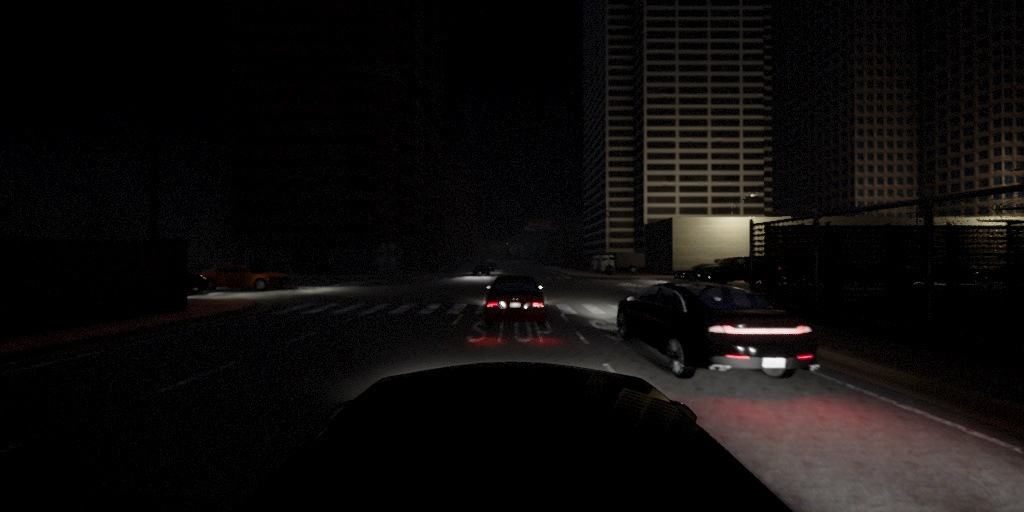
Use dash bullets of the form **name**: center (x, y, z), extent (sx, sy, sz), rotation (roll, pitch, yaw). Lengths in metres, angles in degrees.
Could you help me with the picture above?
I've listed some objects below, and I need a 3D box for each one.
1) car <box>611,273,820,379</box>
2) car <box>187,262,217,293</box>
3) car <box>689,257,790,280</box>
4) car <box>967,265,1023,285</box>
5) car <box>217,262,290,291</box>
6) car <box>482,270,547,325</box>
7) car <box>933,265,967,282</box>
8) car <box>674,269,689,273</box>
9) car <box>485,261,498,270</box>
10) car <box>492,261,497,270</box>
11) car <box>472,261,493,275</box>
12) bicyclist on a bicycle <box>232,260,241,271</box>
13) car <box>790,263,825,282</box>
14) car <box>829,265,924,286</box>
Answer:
- **car**: center (3.601, 1.274, 7.362), extent (2.128, 1.511, 4.902), rotation (0, 0, 0)
- **car**: center (-18.729, 1.145, 18.818), extent (4.553, 1.767, 2.097), rotation (0, 0, 3)
- **car**: center (16.244, 1.057, 25.869), extent (5.566, 2.045, 2.150), rotation (0, 0, 0)
- **car**: center (36.692, 1.339, 25.899), extent (4.892, 1.490, 1.837), rotation (0, 0, 0)
- **car**: center (-16.487, 1.290, 22.165), extent (5.008, 1.535, 1.882), rotation (0, 0, 1)
- **car**: center (0.092, 1.357, 12.012), extent (2.033, 1.411, 5.357), rotation (0, 0, 0)
- **car**: center (35.003, 1.360, 29.398), extent (4.892, 1.490, 1.837), rotation (0, 0, 0)
- **car**: center (15.858, 1.360, 29.368), extent (4.892, 1.490, 1.837), rotation (0, 0, 0)
- **car**: center (-3.545, 1.651, 62.972), extent (2.033, 1.411, 5.357), rotation (0, 0, 0)
- **car**: center (-3.585, 1.517, 51.800), extent (1.882, 1.535, 5.008), rotation (0, -1, 0)
- **car**: center (-3.565, 1.585, 42.155), extent (1.895, 1.301, 4.718), rotation (0, 0, 0)
- **bicyclist on a bicycle**: center (-26.521, 1.184, 34.397), extent (0.582, 1.620, 1.656), rotation (0, 0, 10)
- **car**: center (25.348, 1.333, 29.384), extent (5.008, 1.535, 1.882), rotation (0, 0, 0)
- **car**: center (26.231, 1.312, 25.885), extent (5.008, 1.535, 1.882), rotation (0, 0, 0)
